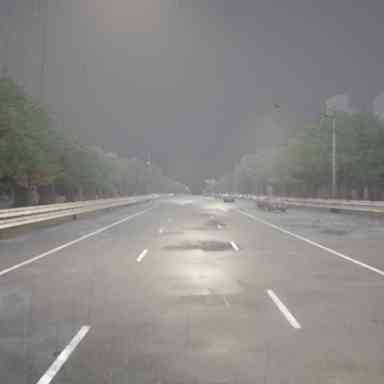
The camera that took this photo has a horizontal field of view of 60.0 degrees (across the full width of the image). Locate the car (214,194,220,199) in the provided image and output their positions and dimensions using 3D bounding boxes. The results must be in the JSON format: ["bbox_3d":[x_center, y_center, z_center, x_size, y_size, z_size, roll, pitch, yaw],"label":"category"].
[{"bbox_3d":[7.060,1.185,92.366,1.812,1.442,4.674,0,0,0],"label":"car"}]

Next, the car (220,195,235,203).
[{"bbox_3d":[6.894,1.287,62.628,1.994,1.385,4.181,0,0,1],"label":"car"}]

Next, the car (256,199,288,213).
[{"bbox_3d":[8.588,1.410,36.074,2.033,1.411,5.357,0,0,-7],"label":"car"}]
